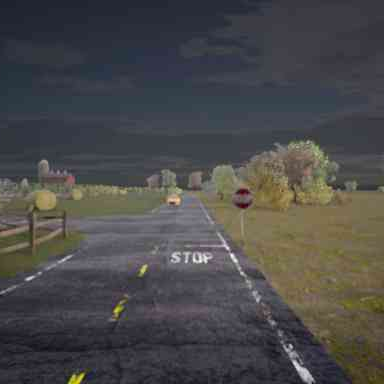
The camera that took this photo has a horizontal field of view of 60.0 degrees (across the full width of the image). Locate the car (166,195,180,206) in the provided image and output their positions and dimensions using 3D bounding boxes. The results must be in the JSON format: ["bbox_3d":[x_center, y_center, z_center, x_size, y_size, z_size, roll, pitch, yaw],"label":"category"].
[{"bbox_3d":[-2.746,1.248,49.575,1.882,1.535,5.008,0,2,0],"label":"car"}]
